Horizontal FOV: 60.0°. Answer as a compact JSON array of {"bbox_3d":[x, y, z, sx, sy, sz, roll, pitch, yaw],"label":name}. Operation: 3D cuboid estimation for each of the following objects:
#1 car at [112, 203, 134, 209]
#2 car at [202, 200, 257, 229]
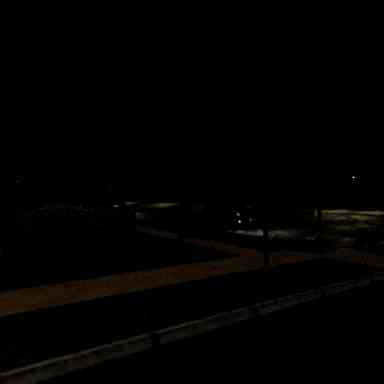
[{"bbox_3d":[-10.231,2.337,48.831,2.033,1.411,5.357,-3,1,-30],"label":"car"},{"bbox_3d":[2.899,1.677,26.459,2.150,2.045,5.566,-3,1,-31],"label":"car"}]
